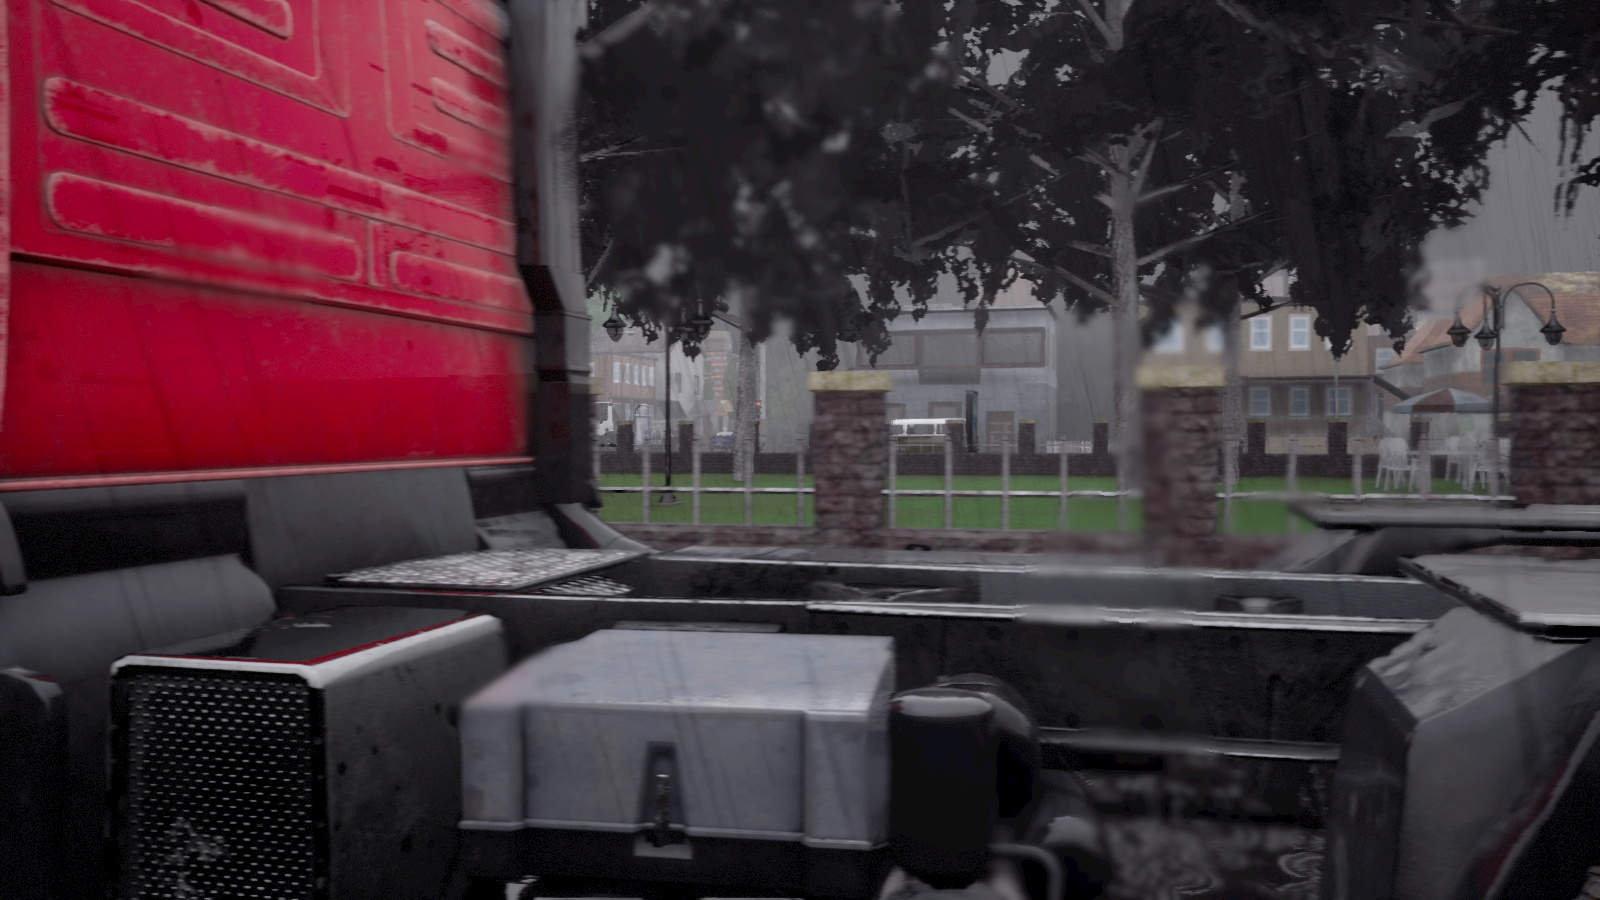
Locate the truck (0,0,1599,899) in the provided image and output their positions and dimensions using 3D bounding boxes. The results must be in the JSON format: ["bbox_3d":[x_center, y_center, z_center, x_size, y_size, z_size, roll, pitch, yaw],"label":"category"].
[{"bbox_3d":[0.367,-0.208,3.273,7.936,3.462,2.891,1,1,15],"label":"truck"}]

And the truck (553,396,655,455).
[{"bbox_3d":[-12.049,-1.489,78.028,2.891,3.462,7.936,1,1,19],"label":"truck"}]

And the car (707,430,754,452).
[{"bbox_3d":[-4.929,-0.678,89.542,1.882,1.535,5.008,1,1,15],"label":"car"}]

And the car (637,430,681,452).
[{"bbox_3d":[-9.760,-0.627,86.973,1.845,1.501,3.633,1,1,15],"label":"car"}]

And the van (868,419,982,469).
[{"bbox_3d":[5.300,-0.283,52.959,4.480,2.038,2.069,1,1,15],"label":"van"}]
